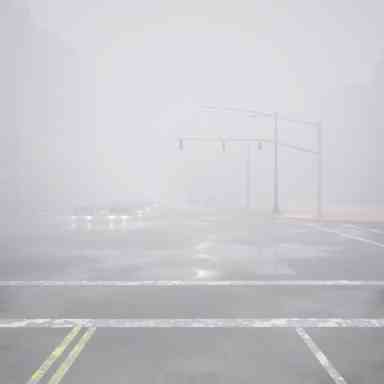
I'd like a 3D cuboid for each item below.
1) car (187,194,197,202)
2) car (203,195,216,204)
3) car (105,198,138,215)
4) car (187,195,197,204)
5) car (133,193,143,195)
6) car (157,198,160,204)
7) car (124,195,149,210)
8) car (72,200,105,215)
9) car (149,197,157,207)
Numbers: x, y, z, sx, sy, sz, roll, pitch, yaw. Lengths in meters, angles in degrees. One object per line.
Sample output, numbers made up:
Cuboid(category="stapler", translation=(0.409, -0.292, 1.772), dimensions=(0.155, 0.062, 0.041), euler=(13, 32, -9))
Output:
Cuboid(category="car", translation=(-0.030, 1.355, 74.736), dimensions=(2.097, 1.767, 4.553), euler=(0, 0, 0))
Cuboid(category="car", translation=(3.473, 1.505, 63.282), dimensions=(1.837, 1.490, 4.892), euler=(0, 0, 0))
Cuboid(category="car", translation=(-7.107, 1.564, 33.975), dimensions=(1.994, 1.385, 4.181), euler=(0, 0, 0))
Cuboid(category="car", translation=(0.071, 1.491, 64.557), dimensions=(2.128, 1.511, 4.902), euler=(0, 0, 0))
Cuboid(category="car", translation=(-10.573, 1.218, 64.009), dimensions=(2.150, 2.045, 5.566), euler=(0, 0, 0))
Cuboid(category="car", translation=(-7.087, 1.564, 61.705), dimensions=(1.994, 1.385, 4.181), euler=(0, 0, 1))
Cuboid(category="car", translation=(-7.106, 1.526, 42.720), dimensions=(1.812, 1.442, 4.674), euler=(0, 0, 0))
Cuboid(category="car", translation=(-10.608, 1.526, 34.006), dimensions=(1.812, 1.442, 4.674), euler=(0, 0, 0))
Cuboid(category="car", translation=(-7.110, 1.564, 51.471), dimensions=(1.994, 1.385, 4.181), euler=(0, 0, 0))
